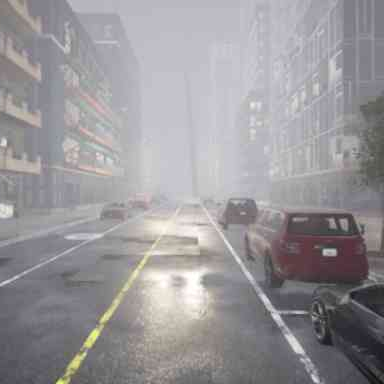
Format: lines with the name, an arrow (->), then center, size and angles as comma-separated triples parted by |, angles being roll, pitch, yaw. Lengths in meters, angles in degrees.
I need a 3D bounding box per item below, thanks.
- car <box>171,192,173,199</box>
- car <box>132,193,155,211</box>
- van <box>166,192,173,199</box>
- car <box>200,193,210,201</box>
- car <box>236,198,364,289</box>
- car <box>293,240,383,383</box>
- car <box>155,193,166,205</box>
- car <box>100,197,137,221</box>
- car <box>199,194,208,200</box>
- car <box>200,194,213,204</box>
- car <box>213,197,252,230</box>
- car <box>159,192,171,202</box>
car -> -5.779, 0.947, 69.647 | 2.192, 1.841, 5.009 | 1, 0, 0
car -> -5.727, 1.089, 36.509 | 2.192, 1.841, 5.009 | 1, 0, 0
van -> -5.774, 0.924, 86.218 | 1.690, 1.788, 3.998 | 1, 0, 0
car -> 2.614, 1.071, 69.659 | 1.967, 1.590, 4.097 | 1, 0, 0
car -> 2.692, 1.254, 8.905 | 2.192, 1.841, 5.009 | 1, 0, 0
car -> 2.696, 1.542, 3.383 | 1.947, 1.339, 4.313 | 1, 0, 0
car -> -5.752, 1.264, 53.080 | 1.947, 1.339, 4.313 | 1, 0, 0
car -> -5.714, 1.379, 25.464 | 1.887, 1.381, 4.507 | 1, 0, 0
car -> 2.607, 1.137, 75.353 | 1.752, 1.417, 4.829 | 1, 0, 0
car -> 2.628, 1.279, 53.090 | 1.802, 1.307, 4.206 | 1, 0, 0
car -> 2.676, 1.182, 19.951 | 2.192, 1.841, 5.009 | 1, 0, 0
car -> -5.769, 0.967, 64.125 | 2.192, 1.841, 5.009 | 1, 0, 0
